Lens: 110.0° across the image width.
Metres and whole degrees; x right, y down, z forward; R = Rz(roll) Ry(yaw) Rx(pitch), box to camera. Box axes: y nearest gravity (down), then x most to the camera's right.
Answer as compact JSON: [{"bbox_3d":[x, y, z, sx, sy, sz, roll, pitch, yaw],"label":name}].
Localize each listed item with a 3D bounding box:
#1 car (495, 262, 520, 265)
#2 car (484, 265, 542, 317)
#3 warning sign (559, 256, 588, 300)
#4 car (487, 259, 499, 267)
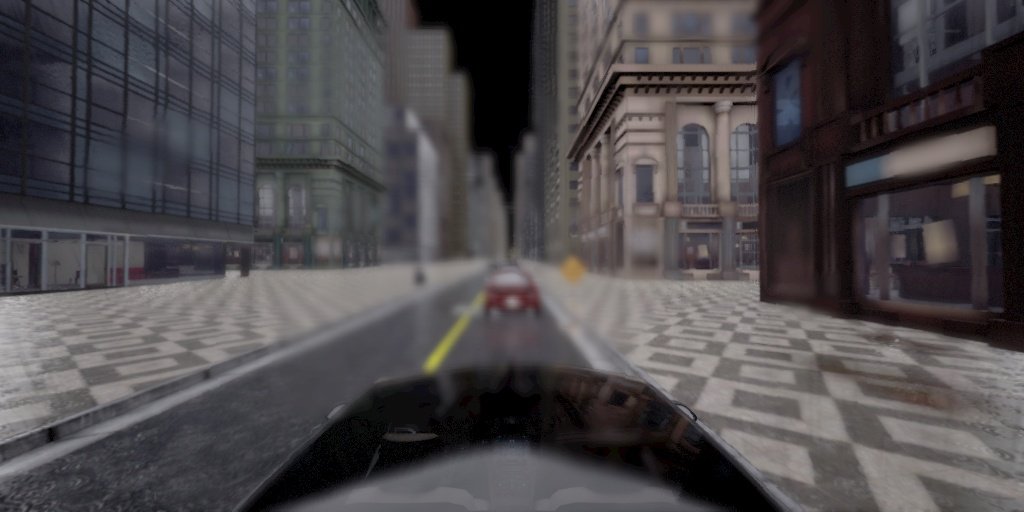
[{"bbox_3d":[0.023,1.413,27.282,2.033,1.411,5.357,0,0,0],"label":"car"},{"bbox_3d":[0.036,1.284,13.530,1.882,1.535,5.008,0,0,0],"label":"car"},{"bbox_3d":[2.718,0.932,15.767,1.300,1.860,1.060,0,0,0],"label":"warning sign"},{"bbox_3d":[-3.061,1.362,59.772,2.097,1.767,4.553,0,0,1],"label":"car"}]
